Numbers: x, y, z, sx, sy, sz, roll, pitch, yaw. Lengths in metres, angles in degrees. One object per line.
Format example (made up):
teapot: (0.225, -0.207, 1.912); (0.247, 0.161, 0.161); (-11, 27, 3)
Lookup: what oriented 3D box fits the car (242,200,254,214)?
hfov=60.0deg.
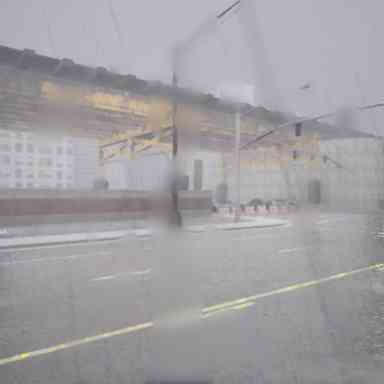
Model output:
car: (4.030, 1.566, 37.084); (4.974, 1.542, 2.038); (0, 0, 8)

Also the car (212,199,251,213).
car: (3.979, 1.409, 37.091); (4.536, 1.218, 1.853); (0, 0, 8)

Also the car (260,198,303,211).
car: (11.677, 1.612, 43.538); (4.974, 1.542, 2.038); (0, 0, -7)

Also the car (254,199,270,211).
car: (7.771, 1.587, 39.774); (2.038, 1.542, 4.974); (0, 0, 18)

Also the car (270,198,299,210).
car: (11.626, 1.454, 43.532); (4.536, 1.218, 1.853); (0, 0, -7)

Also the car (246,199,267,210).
car: (7.788, 1.430, 39.824); (1.853, 1.218, 4.536); (0, 0, 18)
